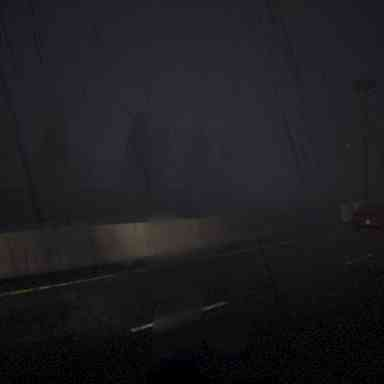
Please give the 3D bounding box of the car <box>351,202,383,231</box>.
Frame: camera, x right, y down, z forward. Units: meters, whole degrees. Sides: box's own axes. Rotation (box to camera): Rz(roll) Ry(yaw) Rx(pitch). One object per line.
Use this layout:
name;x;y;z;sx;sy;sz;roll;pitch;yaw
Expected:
car;10.359;1.279;18.123;1.882;1.535;5.008;0;1;44
